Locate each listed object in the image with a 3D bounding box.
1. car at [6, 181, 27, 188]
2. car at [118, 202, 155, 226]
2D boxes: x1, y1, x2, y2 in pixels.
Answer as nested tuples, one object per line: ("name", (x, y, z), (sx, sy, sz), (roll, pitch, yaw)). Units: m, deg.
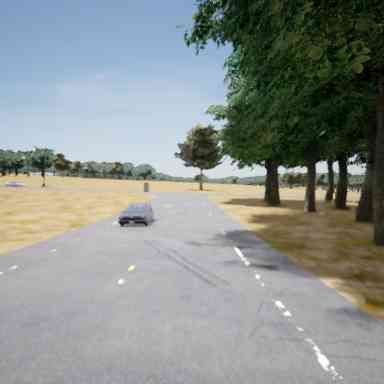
("car", (-41.691, -1.762, 79.146), (4.674, 1.442, 1.812), (2, 2, 1))
("car", (-3.651, 1.432, 22.747), (2.033, 1.411, 5.357), (0, 1, 0))
